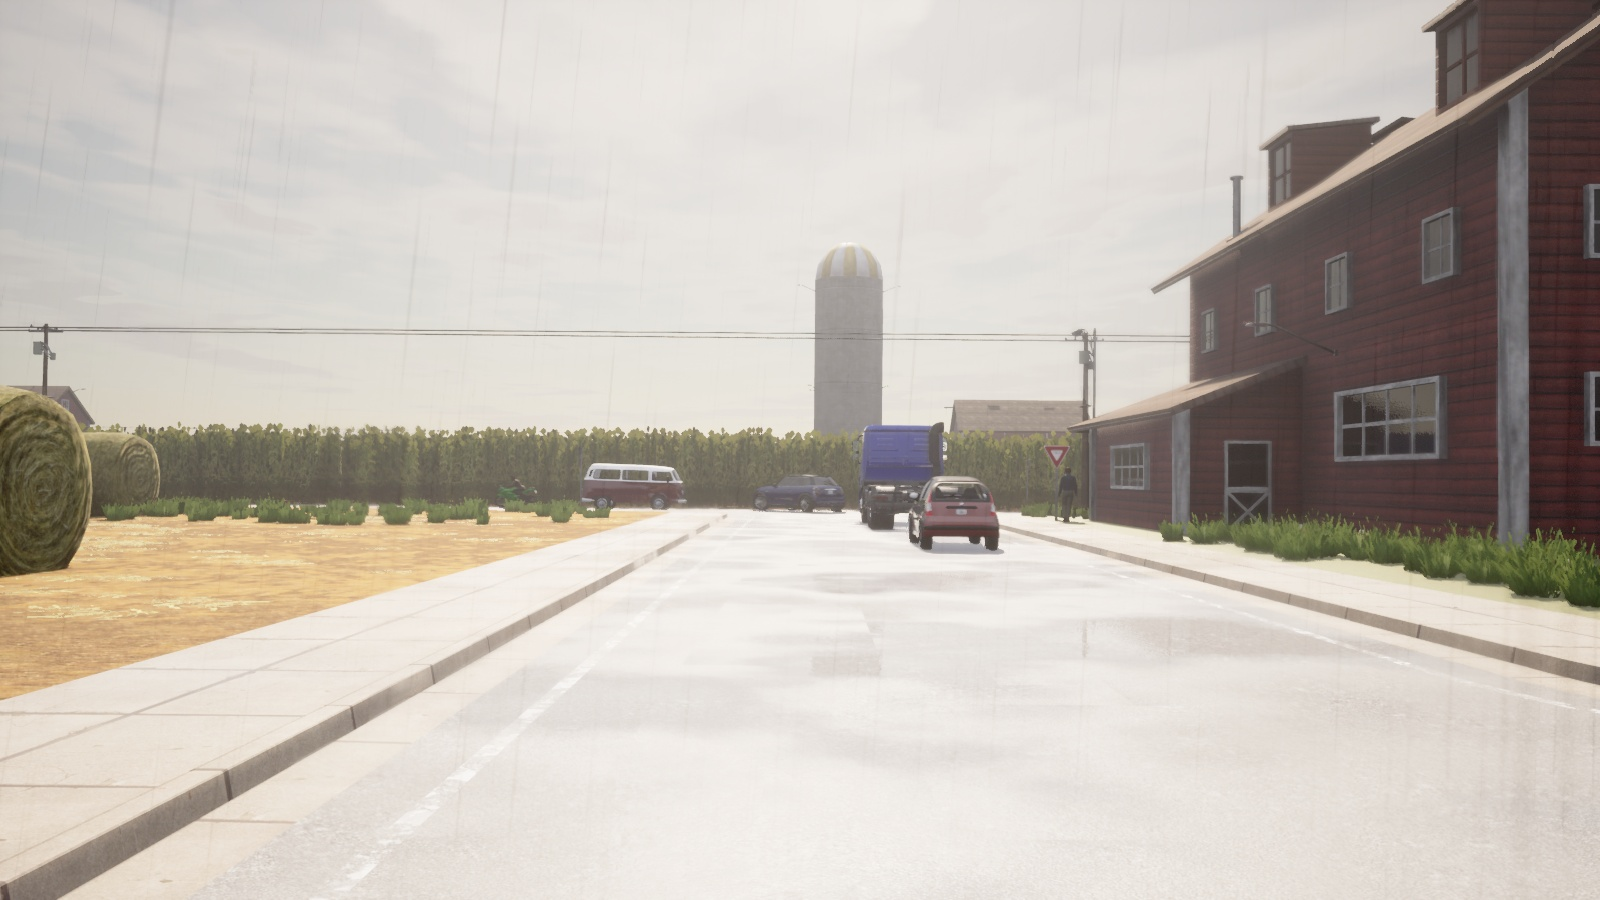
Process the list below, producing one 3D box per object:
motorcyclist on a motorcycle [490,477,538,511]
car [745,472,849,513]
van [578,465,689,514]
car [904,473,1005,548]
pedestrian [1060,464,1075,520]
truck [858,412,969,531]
[{"bbox_3d":[-13.288,2.041,58.397,2.044,1.523,0.797,0,-1,1],"label":"motorcyclist on a motorcycle"},{"bbox_3d":[-0.173,1.901,56.630,2.097,1.767,4.553,1,-2,-44],"label":"car"},{"bbox_3d":[-7.216,1.709,54.812,4.480,2.038,2.069,1,-1,1],"label":"van"},{"bbox_3d":[3.507,1.344,29.141,1.851,1.617,3.988,0,-1,0],"label":"car"},{"bbox_3d":[8.767,1.370,41.158,0.370,1.835,0.726,0,-1,5],"label":"pedestrian"},{"bbox_3d":[3.507,0.709,40.790,2.891,3.462,7.936,0,-1,0],"label":"truck"}]
